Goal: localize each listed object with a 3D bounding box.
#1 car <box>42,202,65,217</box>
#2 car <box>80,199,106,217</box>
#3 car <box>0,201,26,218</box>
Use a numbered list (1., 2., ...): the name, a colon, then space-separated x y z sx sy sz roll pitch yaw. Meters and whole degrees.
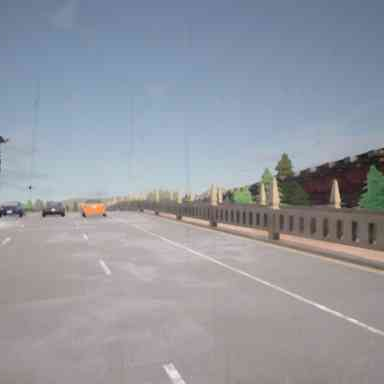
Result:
1. car: -13.436 1.645 32.305 1.994 1.385 4.181 0 -1 -22
2. car: -9.773 1.441 32.588 2.097 1.767 4.553 0 0 -22
3. car: -16.733 1.598 31.123 1.812 1.442 4.674 0 -1 -22
